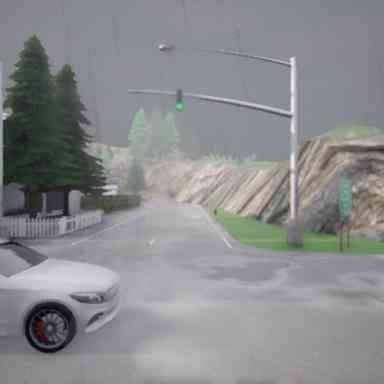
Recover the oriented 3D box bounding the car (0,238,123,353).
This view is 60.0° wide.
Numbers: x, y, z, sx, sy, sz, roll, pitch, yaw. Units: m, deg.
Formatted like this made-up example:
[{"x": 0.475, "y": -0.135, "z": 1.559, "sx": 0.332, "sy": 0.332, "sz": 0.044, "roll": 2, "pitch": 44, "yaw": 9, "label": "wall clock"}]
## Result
[{"x": -3.489, "y": 1.471, "z": 5.336, "sx": 4.674, "sy": 1.442, "sz": 1.812, "roll": 0, "pitch": 0, "yaw": -1, "label": "car"}]
